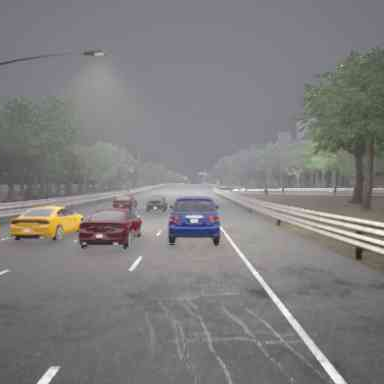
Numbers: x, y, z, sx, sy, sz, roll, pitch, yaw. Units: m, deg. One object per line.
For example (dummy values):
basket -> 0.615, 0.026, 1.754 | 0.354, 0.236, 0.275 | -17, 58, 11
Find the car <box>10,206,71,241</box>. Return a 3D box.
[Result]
car -> -6.901, 1.431, 16.369 | 1.882, 1.535, 5.008 | 0, 1, 0

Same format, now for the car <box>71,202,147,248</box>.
car -> -3.403, 1.445, 14.675 | 1.882, 1.535, 5.008 | 0, 0, 0

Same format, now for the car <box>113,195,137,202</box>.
car -> -6.905, 1.062, 34.612 | 1.882, 1.535, 5.008 | 0, 2, 0

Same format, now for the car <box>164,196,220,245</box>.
car -> 0.109, 1.182, 15.601 | 2.150, 2.045, 5.566 | 0, 1, 0

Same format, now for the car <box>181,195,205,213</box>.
car -> 0.095, 1.123, 33.049 | 2.128, 1.511, 4.902 | 0, 2, 0

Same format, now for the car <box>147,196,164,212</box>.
car -> -3.403, 1.134, 33.154 | 1.837, 1.490, 4.892 | 0, 2, 0
